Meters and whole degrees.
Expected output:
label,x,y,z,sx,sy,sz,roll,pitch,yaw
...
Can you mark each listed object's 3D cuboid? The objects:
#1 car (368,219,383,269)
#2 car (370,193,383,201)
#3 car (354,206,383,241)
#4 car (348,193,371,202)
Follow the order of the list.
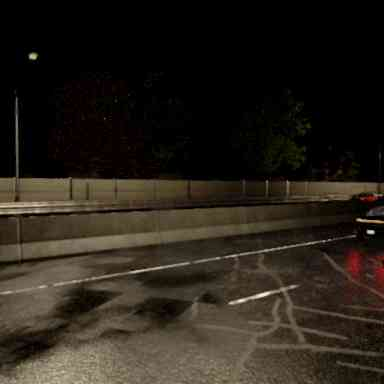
label,x,y,z,sx,sy,sz,roll,pitch,yaw
car,7.167,1.445,8.906,5.357,1.411,2.033,-1,0,-35
car,26.121,1.086,44.100,4.892,1.490,1.837,0,0,-35
car,9.017,1.344,14.499,4.902,1.511,2.128,-1,0,-35
car,24.078,0.931,46.938,4.553,1.767,2.097,-1,0,-35
